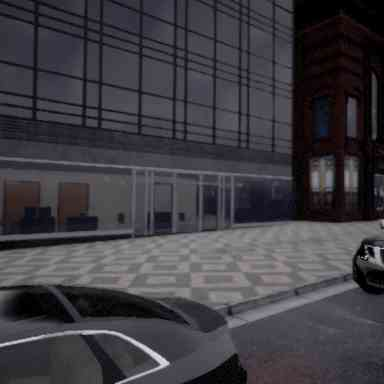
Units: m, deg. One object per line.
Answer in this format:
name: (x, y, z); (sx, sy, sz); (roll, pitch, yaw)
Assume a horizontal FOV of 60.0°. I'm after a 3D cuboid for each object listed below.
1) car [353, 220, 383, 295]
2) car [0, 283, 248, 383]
car: (6.049, 1.251, 7.790); (5.566, 2.045, 2.150); (0, -1, -36)
car: (-1.793, 1.533, 2.070); (4.892, 1.490, 1.837); (0, 0, -36)
